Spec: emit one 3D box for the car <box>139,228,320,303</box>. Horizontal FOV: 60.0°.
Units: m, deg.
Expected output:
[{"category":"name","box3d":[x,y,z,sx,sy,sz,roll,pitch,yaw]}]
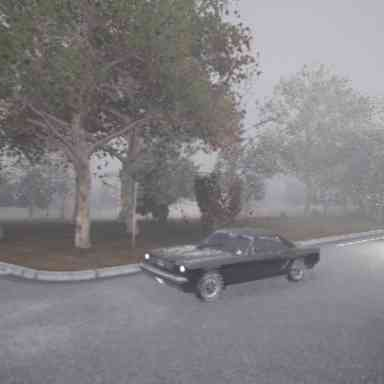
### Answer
[{"category":"car","box3d":[1.107,1.632,8.409,4.718,1.301,1.895,2,0,-36]}]
